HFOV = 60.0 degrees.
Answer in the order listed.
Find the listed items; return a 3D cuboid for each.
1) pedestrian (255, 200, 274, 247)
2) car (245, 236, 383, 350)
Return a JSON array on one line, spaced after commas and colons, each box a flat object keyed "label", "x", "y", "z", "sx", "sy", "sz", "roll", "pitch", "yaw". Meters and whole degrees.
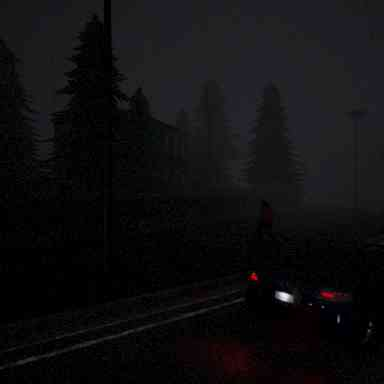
[{"label": "pedestrian", "x": 2.834, "y": 1.141, "z": 12.937, "sx": 0.375, "sy": 1.860, "sz": 0.375, "roll": 0, "pitch": 0, "yaw": -43}, {"label": "car", "x": 2.946, "y": 1.564, "z": 6.348, "sx": 4.181, "sy": 1.385, "sz": 1.994, "roll": 0, "pitch": 0, "yaw": -40}]
